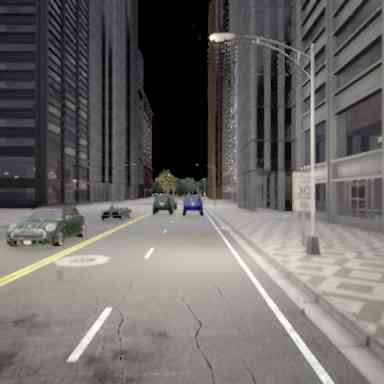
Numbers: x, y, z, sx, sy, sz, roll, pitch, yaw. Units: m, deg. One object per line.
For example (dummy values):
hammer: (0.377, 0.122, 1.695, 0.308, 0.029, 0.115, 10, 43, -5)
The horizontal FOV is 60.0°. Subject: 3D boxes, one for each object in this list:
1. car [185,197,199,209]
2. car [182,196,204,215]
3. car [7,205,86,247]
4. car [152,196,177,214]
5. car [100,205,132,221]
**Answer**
car: (0.078, 1.688, 52.186, 2.097, 1.767, 4.553, 0, 0, 2)
car: (0.108, 1.445, 36.785, 2.150, 2.045, 5.566, 0, -2, 0)
car: (-6.591, 1.449, 15.565, 2.097, 1.767, 4.553, 0, 0, 0)
car: (-3.242, 1.464, 38.202, 2.150, 2.045, 5.566, 0, 0, 0)
car: (-6.579, 1.784, 29.221, 1.895, 1.301, 4.718, 0, 0, 0)
